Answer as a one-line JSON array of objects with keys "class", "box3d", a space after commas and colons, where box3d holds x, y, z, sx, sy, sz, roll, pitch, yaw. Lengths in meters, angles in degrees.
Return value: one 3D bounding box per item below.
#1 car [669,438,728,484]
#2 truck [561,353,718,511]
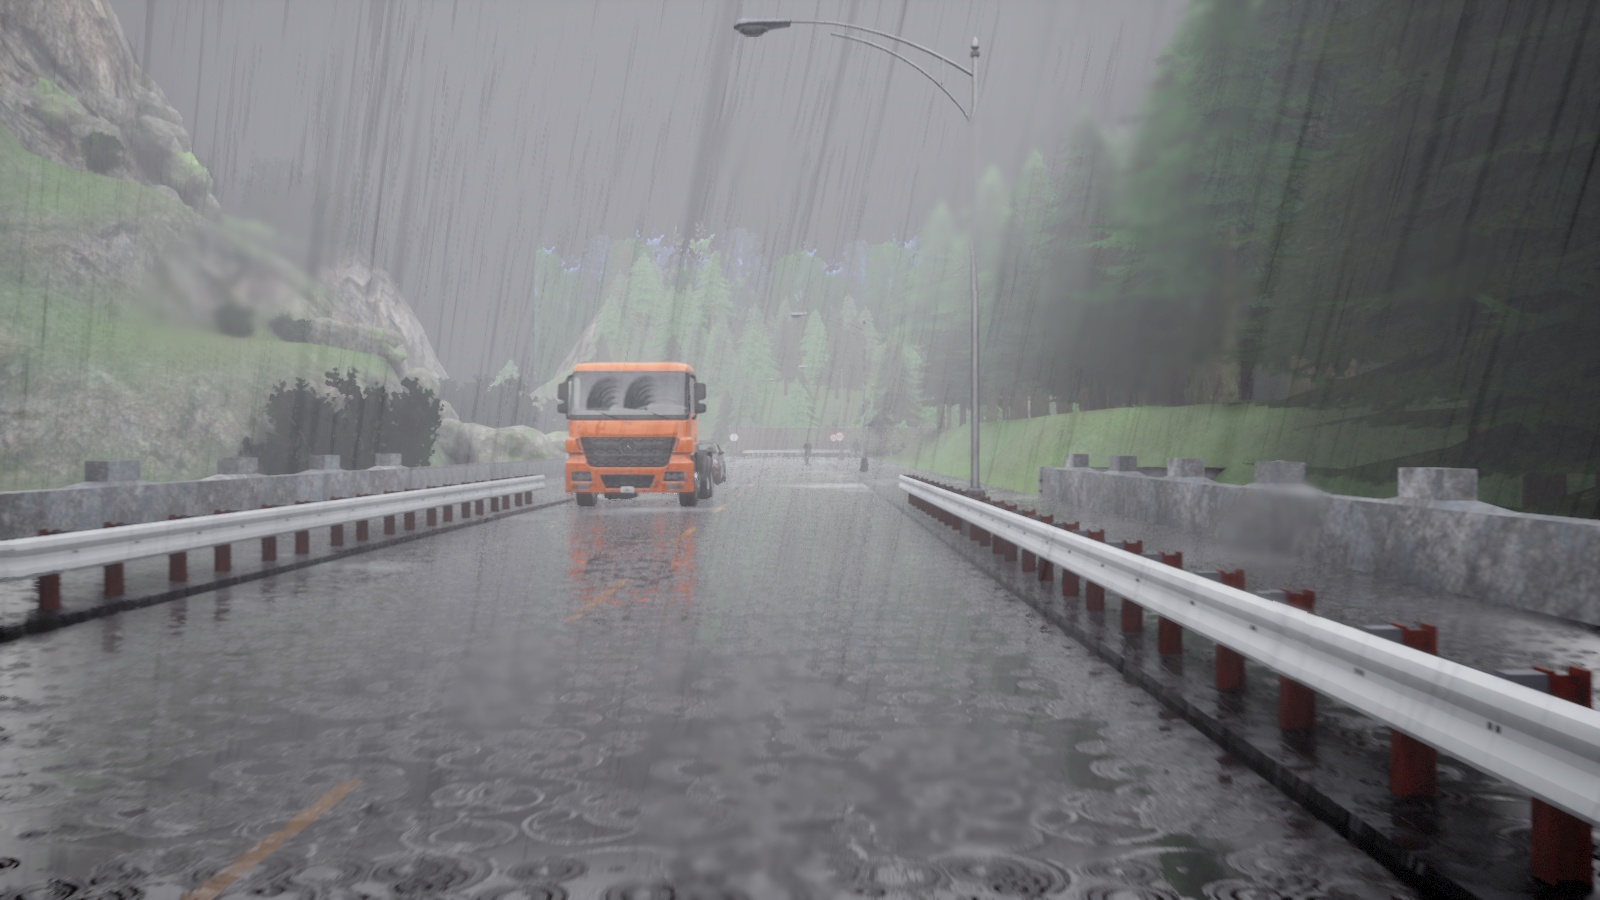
[{"class": "car", "box3d": [-3.709, 0.380, 46.428, 1.851, 1.617, 3.988, 0, 0, 0]}, {"class": "truck", "box3d": [-3.797, -0.417, 31.622, 2.891, 3.462, 7.936, 0, 0, 0]}]
